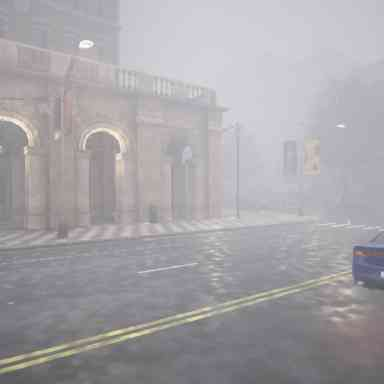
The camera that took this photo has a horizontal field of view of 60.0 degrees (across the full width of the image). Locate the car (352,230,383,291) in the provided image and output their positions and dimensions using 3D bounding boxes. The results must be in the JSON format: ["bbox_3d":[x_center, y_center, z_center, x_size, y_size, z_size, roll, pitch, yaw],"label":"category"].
[{"bbox_3d":[5.803,1.478,7.996,5.008,1.535,1.882,0,0,-37],"label":"car"}]

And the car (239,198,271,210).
[{"bbox_3d":[7.886,1.505,42.694,1.837,1.490,4.892,0,0,-36],"label":"car"}]

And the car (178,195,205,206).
[{"bbox_3d":[-0.191,1.355,53.935,2.097,1.767,4.553,0,0,-36],"label":"car"}]
